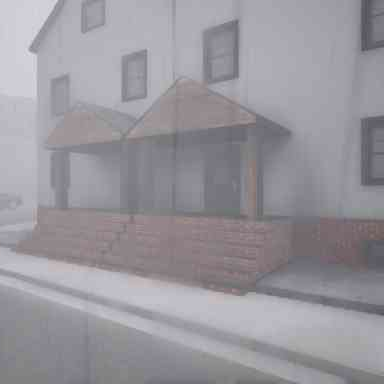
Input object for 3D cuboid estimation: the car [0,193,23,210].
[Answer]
[{"bbox_3d":[-16.157,0.890,26.523,1.837,1.490,4.892,0,7,35],"label":"car"}]
